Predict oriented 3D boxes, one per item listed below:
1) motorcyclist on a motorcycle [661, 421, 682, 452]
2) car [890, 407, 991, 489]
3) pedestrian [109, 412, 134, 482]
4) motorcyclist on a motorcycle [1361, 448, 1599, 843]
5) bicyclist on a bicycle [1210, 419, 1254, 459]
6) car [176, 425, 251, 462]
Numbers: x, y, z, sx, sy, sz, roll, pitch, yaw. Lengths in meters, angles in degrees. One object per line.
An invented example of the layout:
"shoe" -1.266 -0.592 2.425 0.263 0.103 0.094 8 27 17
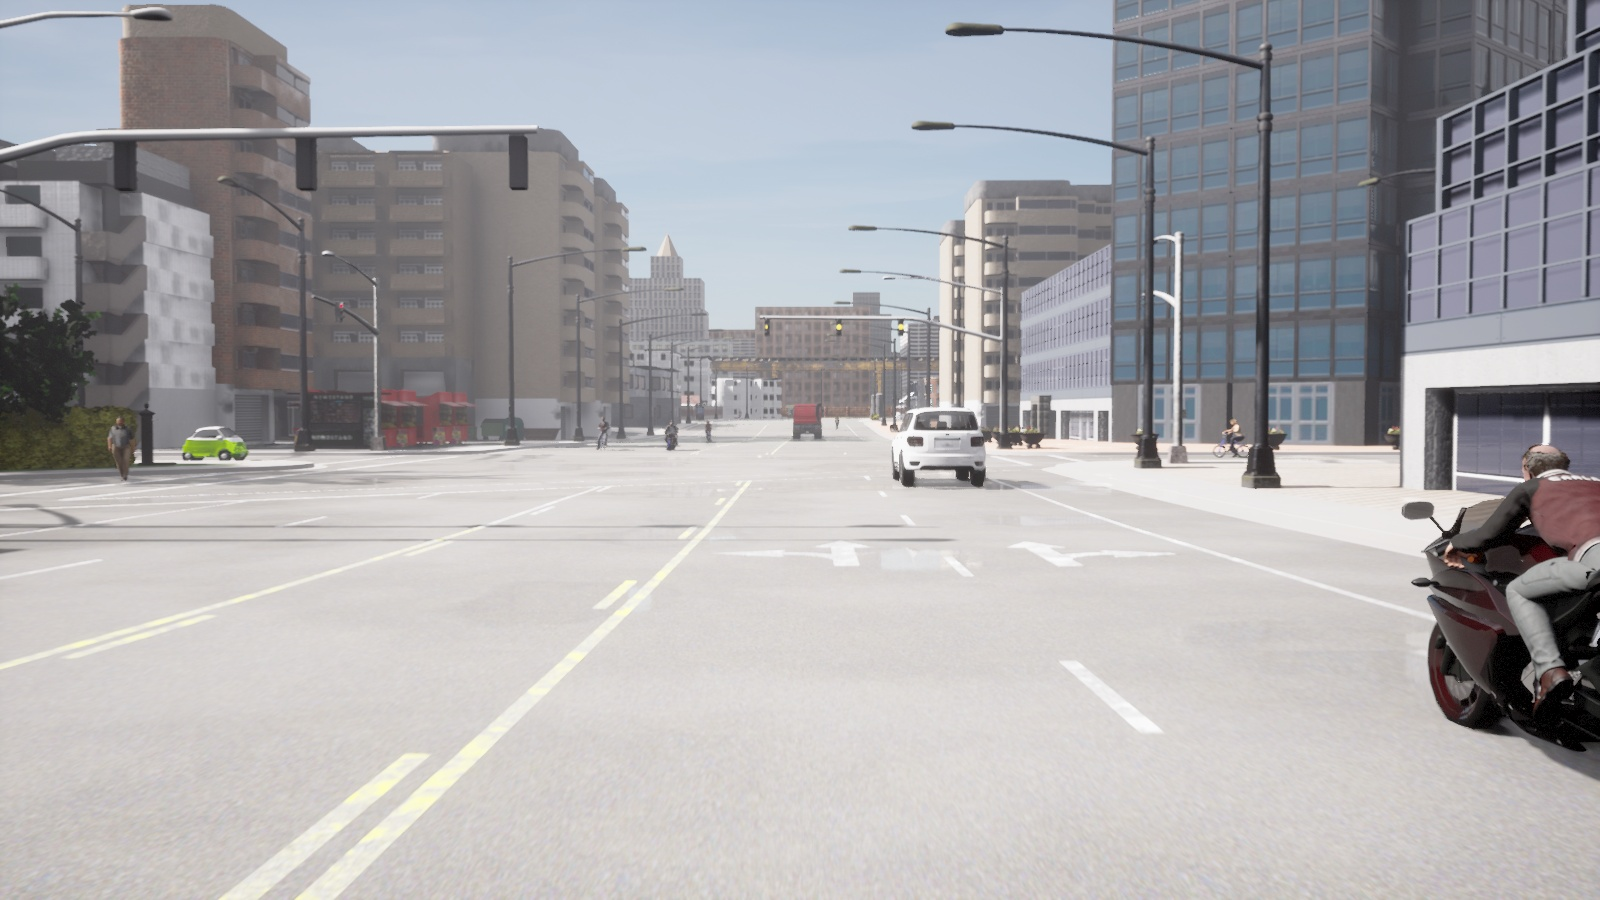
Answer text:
"motorcyclist on a motorcycle" -6.614 -0.707 64.649 0.866 1.530 2.191 0 1 0
"car" 3.711 -0.126 34.150 2.150 2.045 5.566 0 2 0
"pedestrian" -18.328 -0.089 33.927 0.540 1.848 0.694 -1 2 -25
"motorcyclist on a motorcycle" 3.549 0.758 5.887 0.866 1.530 2.191 0 0 0
"bicyclist on a bicycle" 17.803 -0.466 51.730 1.509 1.612 0.866 0 2 1
"car" -22.767 -0.276 48.781 2.207 1.376 1.481 0 2 1
